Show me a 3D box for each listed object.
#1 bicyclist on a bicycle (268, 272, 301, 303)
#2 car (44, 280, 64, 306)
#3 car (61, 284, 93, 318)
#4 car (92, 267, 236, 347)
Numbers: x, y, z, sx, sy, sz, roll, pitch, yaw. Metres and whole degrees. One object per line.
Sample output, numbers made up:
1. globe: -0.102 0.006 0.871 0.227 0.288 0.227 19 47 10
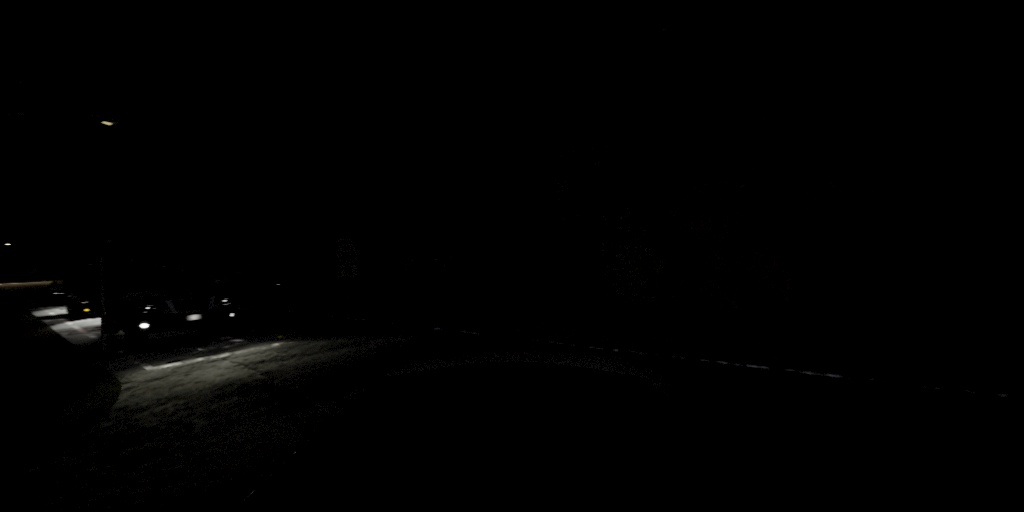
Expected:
1. bicyclist on a bicycle: -12.223 1.686 19.319 0.582 1.620 1.656 -2 0 34
2. car: -28.439 2.253 23.091 4.902 1.511 2.128 -2 0 34
3. car: -19.137 2.003 16.784 4.181 1.385 1.994 -2 0 34
4. car: -10.817 1.369 11.151 5.566 2.045 2.150 -2 0 34
